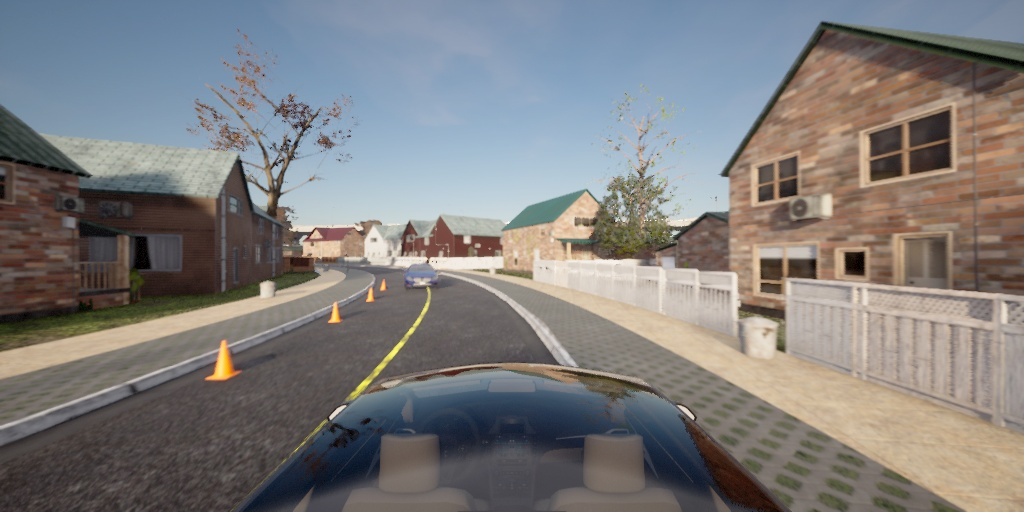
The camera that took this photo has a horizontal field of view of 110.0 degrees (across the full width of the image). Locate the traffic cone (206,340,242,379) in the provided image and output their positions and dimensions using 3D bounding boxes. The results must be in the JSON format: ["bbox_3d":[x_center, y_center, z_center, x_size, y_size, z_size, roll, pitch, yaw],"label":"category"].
[{"bbox_3d":[-4.782,1.696,5.966,0.340,0.580,0.340,0,0,-4],"label":"traffic cone"}]

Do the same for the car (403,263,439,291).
[{"bbox_3d":[-5.428,1.171,21.349,1.812,1.442,4.674,0,0,-17],"label":"car"}]

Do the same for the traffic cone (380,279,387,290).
[{"bbox_3d":[-7.247,1.609,20.252,0.340,0.580,0.340,0,0,-15],"label":"traffic cone"}]

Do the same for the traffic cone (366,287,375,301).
[{"bbox_3d":[-6.116,1.637,15.547,0.340,0.580,0.340,0,0,-12],"label":"traffic cone"}]

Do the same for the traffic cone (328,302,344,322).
[{"bbox_3d":[-5.294,1.666,10.778,0.340,0.580,0.340,0,0,-8],"label":"traffic cone"}]
